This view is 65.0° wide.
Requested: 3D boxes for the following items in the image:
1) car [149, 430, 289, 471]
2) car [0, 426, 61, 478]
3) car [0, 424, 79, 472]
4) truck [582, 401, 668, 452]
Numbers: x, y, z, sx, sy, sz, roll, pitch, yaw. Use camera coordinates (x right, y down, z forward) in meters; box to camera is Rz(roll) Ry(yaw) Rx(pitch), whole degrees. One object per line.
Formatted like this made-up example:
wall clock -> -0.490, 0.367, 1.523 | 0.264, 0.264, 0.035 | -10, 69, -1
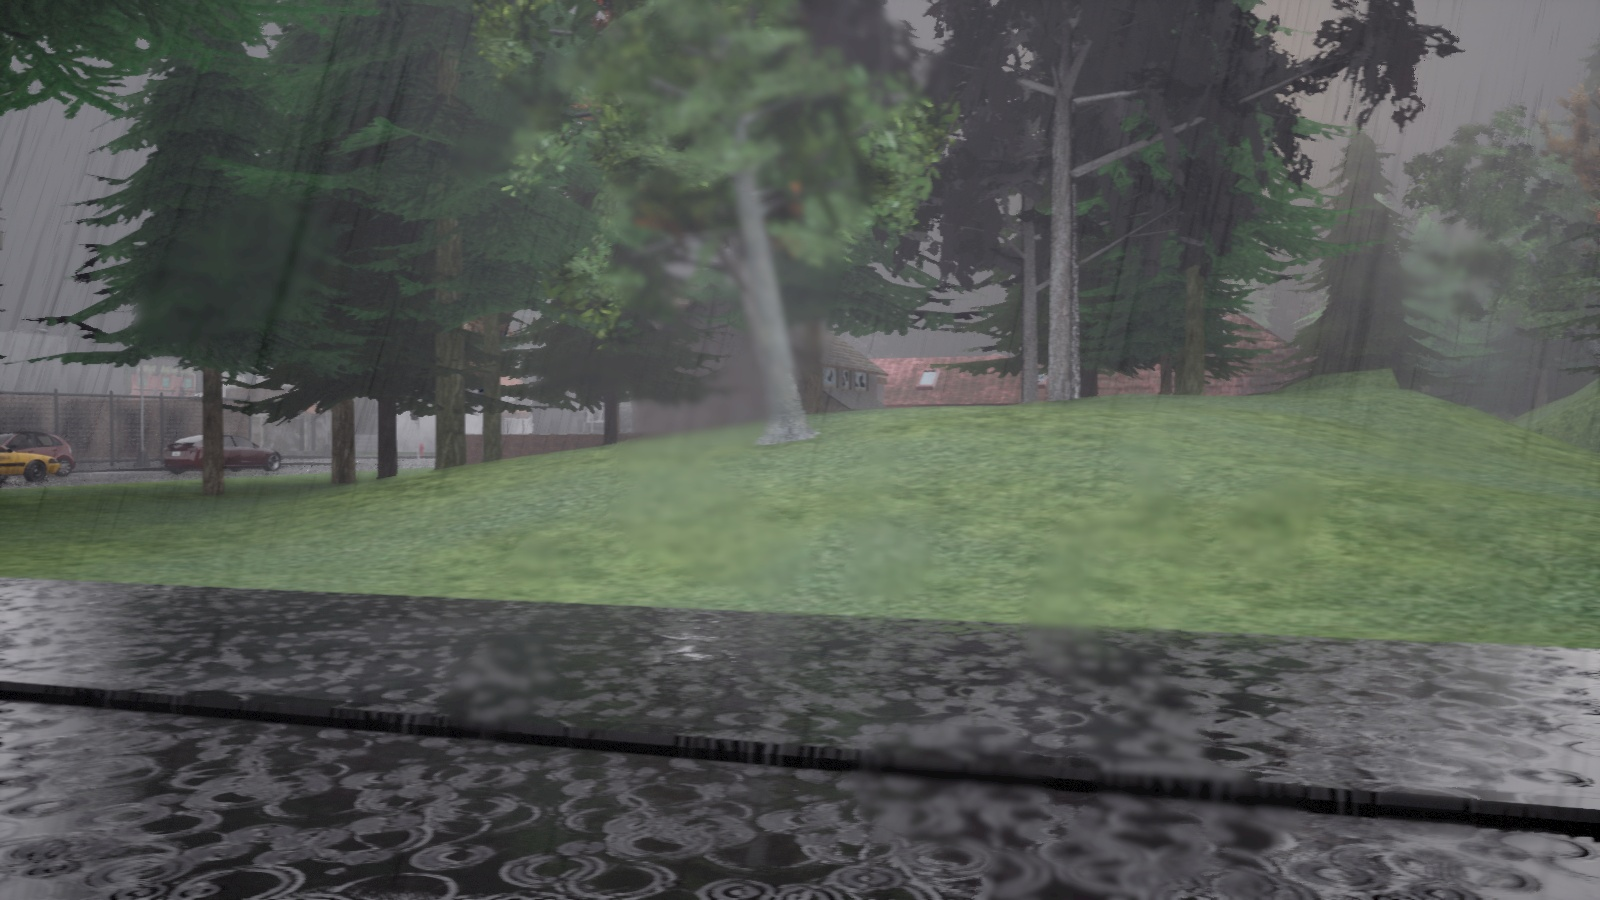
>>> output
car -> -22.125, -0.026, 48.069 | 2.163, 1.488, 4.792 | 1, 1, 18
car -> -25.469, 0.060, 38.122 | 1.801, 1.575, 5.366 | 1, 1, 19
car -> -27.714, -0.084, 44.019 | 1.851, 1.617, 3.988 | 1, 1, 18
truck -> -12.387, -1.637, 89.670 | 2.891, 3.462, 7.936 | 1, 1, 18
